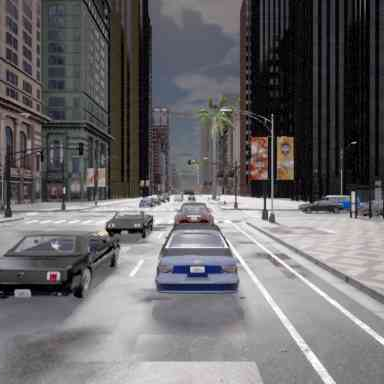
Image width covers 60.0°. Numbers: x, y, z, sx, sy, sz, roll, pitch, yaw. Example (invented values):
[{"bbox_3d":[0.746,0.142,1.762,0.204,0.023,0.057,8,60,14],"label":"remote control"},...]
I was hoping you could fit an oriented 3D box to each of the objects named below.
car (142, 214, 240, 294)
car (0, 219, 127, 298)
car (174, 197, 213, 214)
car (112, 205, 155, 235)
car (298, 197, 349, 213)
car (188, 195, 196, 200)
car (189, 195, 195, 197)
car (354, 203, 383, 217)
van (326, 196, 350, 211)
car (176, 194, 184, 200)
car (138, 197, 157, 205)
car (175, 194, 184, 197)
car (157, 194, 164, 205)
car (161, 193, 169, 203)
[{"bbox_3d":[0.099,1.547,8.954,2.033,1.411,5.357,0,0,0],"label":"car"},{"bbox_3d":[-3.152,1.601,8.432,1.895,1.301,4.718,0,0,0],"label":"car"},{"bbox_3d":[0.117,1.351,18.759,2.097,1.767,4.553,0,0,0],"label":"car"},{"bbox_3d":[-3.163,1.601,17.824,1.895,1.301,4.718,0,0,0],"label":"car"},{"bbox_3d":[13.726,1.509,35.454,4.674,1.442,1.812,0,0,2],"label":"car"},{"bbox_3d":[-0.031,1.546,91.458,2.033,1.411,5.357,0,0,0],"label":"car"},{"bbox_3d":[-0.028,1.529,81.237,1.812,1.442,4.674,0,0,0],"label":"car"},{"bbox_3d":[17.061,1.548,29.596,4.403,1.369,2.008,0,0,0],"label":"car"},{"bbox_3d":[17.054,1.314,38.121,3.998,1.788,1.690,0,0,0],"label":"van"},{"bbox_3d":[-3.281,1.316,90.387,1.882,1.535,5.008,0,0,0],"label":"car"},{"bbox_3d":[-6.601,1.527,48.907,1.812,1.442,4.674,0,0,-1],"label":"car"},{"bbox_3d":[-3.278,1.521,80.384,1.812,1.442,4.674,0,0,0],"label":"car"},{"bbox_3d":[-6.606,1.566,58.913,1.994,1.385,4.181,0,0,0],"label":"car"},{"bbox_3d":[-6.524,1.481,69.135,1.882,1.535,5.008,0,0,0],"label":"car"}]
